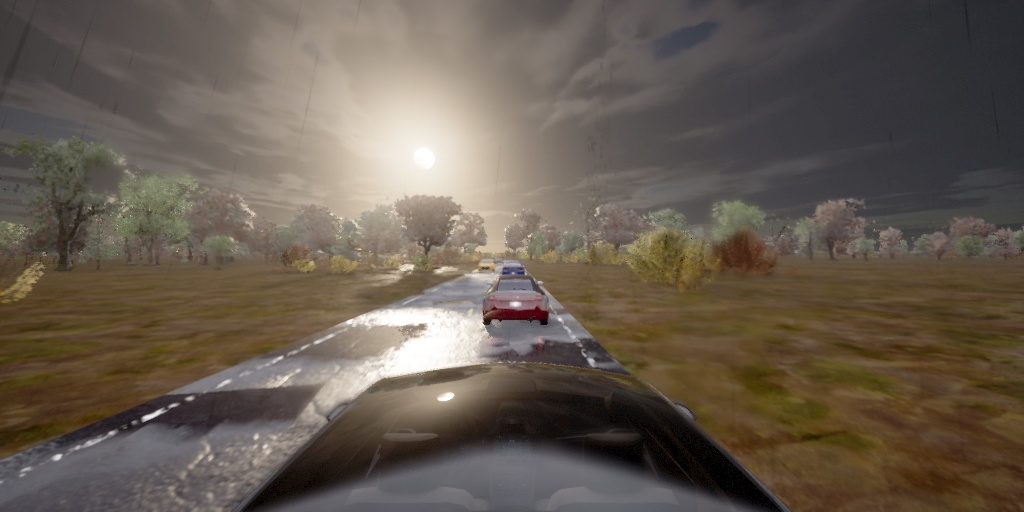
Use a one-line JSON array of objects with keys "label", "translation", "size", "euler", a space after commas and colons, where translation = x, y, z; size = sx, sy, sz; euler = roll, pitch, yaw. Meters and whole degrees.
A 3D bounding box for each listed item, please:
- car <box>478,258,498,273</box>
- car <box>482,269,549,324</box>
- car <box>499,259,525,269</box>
[{"label": "car", "translation": [-3.085, 1.180, 44.030], "size": [1.882, 1.535, 5.008], "euler": [0, 0, 0]}, {"label": "car", "translation": [0.100, 1.305, 11.941], "size": [1.994, 1.385, 4.181], "euler": [0, 0, 0]}, {"label": "car", "translation": [0.099, 1.199, 30.664], "size": [1.882, 1.535, 5.008], "euler": [0, 0, 0]}]
